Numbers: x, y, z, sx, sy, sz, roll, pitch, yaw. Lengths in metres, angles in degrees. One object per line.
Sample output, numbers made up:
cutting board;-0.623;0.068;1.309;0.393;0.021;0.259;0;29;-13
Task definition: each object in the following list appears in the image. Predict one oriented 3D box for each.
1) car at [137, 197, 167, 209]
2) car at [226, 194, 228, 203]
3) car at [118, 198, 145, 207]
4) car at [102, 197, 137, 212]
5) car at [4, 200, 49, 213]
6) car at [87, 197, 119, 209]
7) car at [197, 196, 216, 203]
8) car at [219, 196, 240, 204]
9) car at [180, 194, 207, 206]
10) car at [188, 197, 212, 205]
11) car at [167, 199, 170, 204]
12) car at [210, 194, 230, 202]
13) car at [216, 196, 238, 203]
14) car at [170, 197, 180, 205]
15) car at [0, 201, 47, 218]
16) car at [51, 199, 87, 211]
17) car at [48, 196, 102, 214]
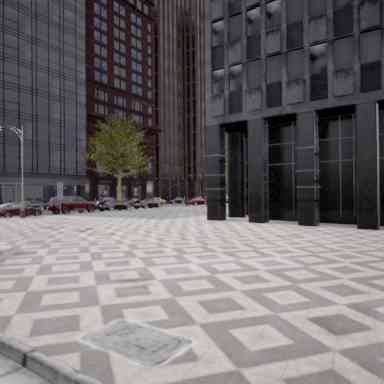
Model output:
car;-5.756;1.535;43.207;1.947;1.339;4.313;-1;0;35
car;3.828;1.249;57.147;2.192;1.841;5.009;-1;0;35
car;-9.580;1.647;52.688;1.802;1.307;4.206;-1;0;35
car;-8.951;1.551;38.561;1.947;1.339;4.313;-1;0;35
car;-19.167;1.676;38.749;1.947;1.339;4.313;-1;0;35
car;-12.778;1.518;48.042;1.967;1.590;4.097;-1;0;35
car;3.202;1.569;71.275;1.887;1.381;4.507;-1;0;35
car;7.026;1.491;61.790;1.947;1.339;4.313;-1;0;35
car;0.635;1.489;52.499;1.887;1.381;4.507;-1;0;35
car;1.480;1.569;58.266;1.895;1.301;4.718;-1;0;34
car;-6.482;1.579;57.194;1.752;1.417;4.829;-1;0;35
car;6.396;1.331;75.923;2.192;1.841;5.009;-1;0;35
car;7.142;1.499;66.497;2.033;1.411;5.357;-1;0;35
car;-3.189;1.609;61.982;1.947;1.339;4.313;-1;0;35
car;-15.341;1.602;29.269;1.802;1.307;4.206;-1;0;35
car;-15.972;1.676;43.395;1.802;1.307;4.206;-1;0;35
car;-12.148;1.316;33.917;2.192;1.841;5.009;-1;0;35
